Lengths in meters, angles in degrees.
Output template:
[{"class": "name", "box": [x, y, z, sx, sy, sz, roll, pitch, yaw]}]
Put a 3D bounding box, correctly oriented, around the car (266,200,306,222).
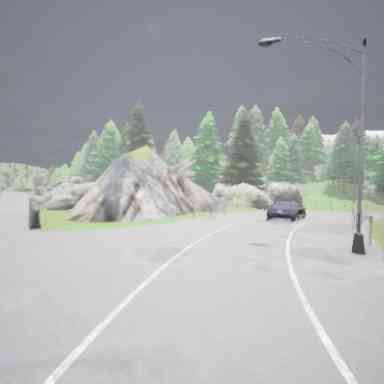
[{"class": "car", "box": [6.753, 1.266, 23.596, 1.994, 1.385, 4.181, 2, 1, 30]}]
